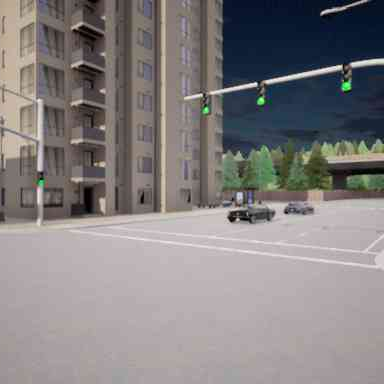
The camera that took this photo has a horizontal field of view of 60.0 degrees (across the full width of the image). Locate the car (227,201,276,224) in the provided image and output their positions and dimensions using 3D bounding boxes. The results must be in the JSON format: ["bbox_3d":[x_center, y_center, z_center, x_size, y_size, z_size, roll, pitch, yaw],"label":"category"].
[{"bbox_3d":[4.455,1.592,24.676,1.895,1.301,4.718,0,0,36],"label":"car"}]

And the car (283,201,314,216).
[{"bbox_3d":[10.648,1.555,33.082,1.994,1.385,4.181,0,0,36],"label":"car"}]

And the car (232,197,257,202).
[{"bbox_3d":[9.890,1.412,62.950,4.902,1.511,2.128,0,0,37],"label":"car"}]
